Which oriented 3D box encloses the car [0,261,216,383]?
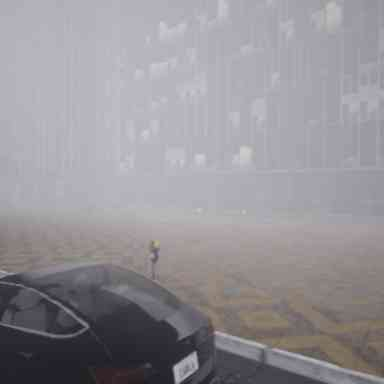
[{"bbox_3d":[-1.743,1.563,4.111,4.313,1.339,1.947,0,1,36],"label":"car"}]
